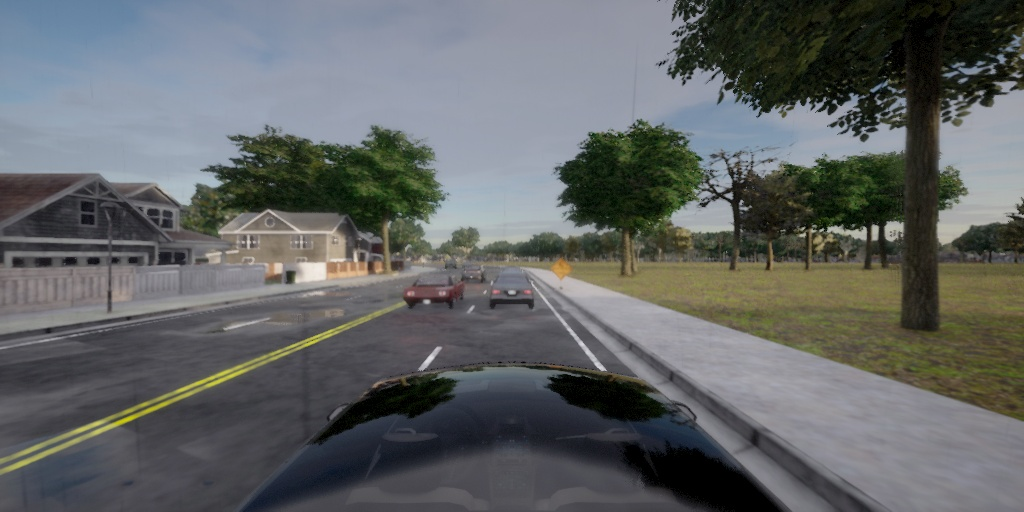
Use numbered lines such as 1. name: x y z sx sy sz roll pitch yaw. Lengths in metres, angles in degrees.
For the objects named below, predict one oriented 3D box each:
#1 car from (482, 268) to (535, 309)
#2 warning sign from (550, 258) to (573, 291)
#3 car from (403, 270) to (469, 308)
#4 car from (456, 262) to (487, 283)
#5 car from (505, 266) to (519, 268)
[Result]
1. car: -0.002 1.428 15.830 2.033 1.411 5.357 0 0 0
2. warning sign: 2.846 1.042 20.838 1.300 1.860 1.060 0 0 0
3. car: -3.251 1.483 15.946 1.895 1.301 4.718 0 0 0
4. car: -3.251 1.513 31.145 2.128 1.511 4.902 0 0 0
5. car: -0.004 1.565 30.830 2.033 1.411 5.357 0 0 0
